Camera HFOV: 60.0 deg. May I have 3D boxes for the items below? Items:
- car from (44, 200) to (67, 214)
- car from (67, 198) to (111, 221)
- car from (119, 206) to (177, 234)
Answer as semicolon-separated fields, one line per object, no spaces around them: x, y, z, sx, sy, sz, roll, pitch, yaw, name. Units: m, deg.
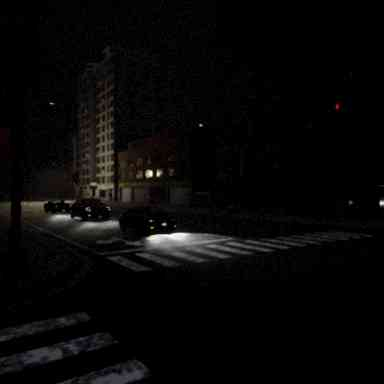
-14.167;1.525;35.229;1.895;1.301;4.718;0;0;-36;car
-8.261;1.294;27.027;2.097;1.767;4.553;0;0;-36;car
-2.616;1.523;19.200;1.994;1.385;4.181;0;0;-36;car
